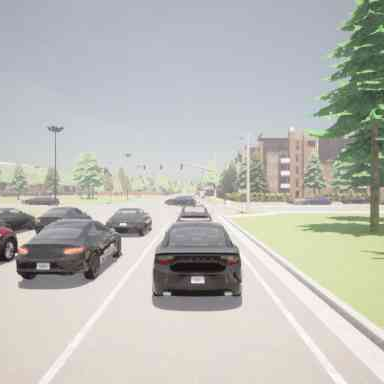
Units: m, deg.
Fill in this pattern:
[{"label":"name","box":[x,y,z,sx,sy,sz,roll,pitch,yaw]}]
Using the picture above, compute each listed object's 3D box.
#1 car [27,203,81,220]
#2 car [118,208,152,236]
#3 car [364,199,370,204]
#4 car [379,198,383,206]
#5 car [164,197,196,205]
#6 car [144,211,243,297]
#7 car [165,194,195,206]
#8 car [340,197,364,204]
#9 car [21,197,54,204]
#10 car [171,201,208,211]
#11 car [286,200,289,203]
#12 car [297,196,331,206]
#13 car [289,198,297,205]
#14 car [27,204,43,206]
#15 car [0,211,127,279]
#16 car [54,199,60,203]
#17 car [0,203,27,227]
[{"label":"car","box":[-6.878,1.526,18.156,1.812,1.442,4.674,0,0,0]},{"label":"car","box":[-3.377,1.564,18.342,1.994,1.385,4.181,0,0,0]},{"label":"car","box":[32.766,1.601,57.025,4.718,1.301,1.895,0,0,0]},{"label":"car","box":[32.737,1.489,53.550,4.902,1.511,2.128,0,0,0]},{"label":"car","box":[-1.996,1.547,56.995,5.357,1.411,2.033,0,0,0]},{"label":"car","box":[0.111,1.478,8.641,1.882,1.535,5.008,0,0,0]},{"label":"car","box":[-1.948,1.352,53.498,4.553,1.767,2.097,0,0,0]},{"label":"car","box":[29.688,1.601,60.491,4.718,1.301,1.895,0,0,0]},{"label":"car","box":[-25.223,1.564,53.686,4.181,1.385,1.994,0,0,0]},{"label":"car","box":[0.124,1.492,18.008,2.128,1.511,4.902,0,0,0]},{"label":"car","box":[20.004,1.547,60.468,5.357,1.411,2.033,0,0,0]},{"label":"car","box":[19.940,1.526,53.468,4.674,1.442,1.812,0,0,0]},{"label":"car","box":[19.770,1.478,56.972,5.008,1.535,1.882,0,0,0]},{"label":"car","box":[-10.376,1.564,18.465,1.994,1.385,4.181,0,0,0]},{"label":"car","box":[-3.388,1.526,9.880,1.812,1.442,4.674,0,0,0]},{"label":"car","box":[-25.602,1.547,57.189,5.357,1.411,2.033,0,0,0]},{"label":"car","box":[-6.888,1.352,9.323,2.097,1.767,4.553,0,0,0]}]
